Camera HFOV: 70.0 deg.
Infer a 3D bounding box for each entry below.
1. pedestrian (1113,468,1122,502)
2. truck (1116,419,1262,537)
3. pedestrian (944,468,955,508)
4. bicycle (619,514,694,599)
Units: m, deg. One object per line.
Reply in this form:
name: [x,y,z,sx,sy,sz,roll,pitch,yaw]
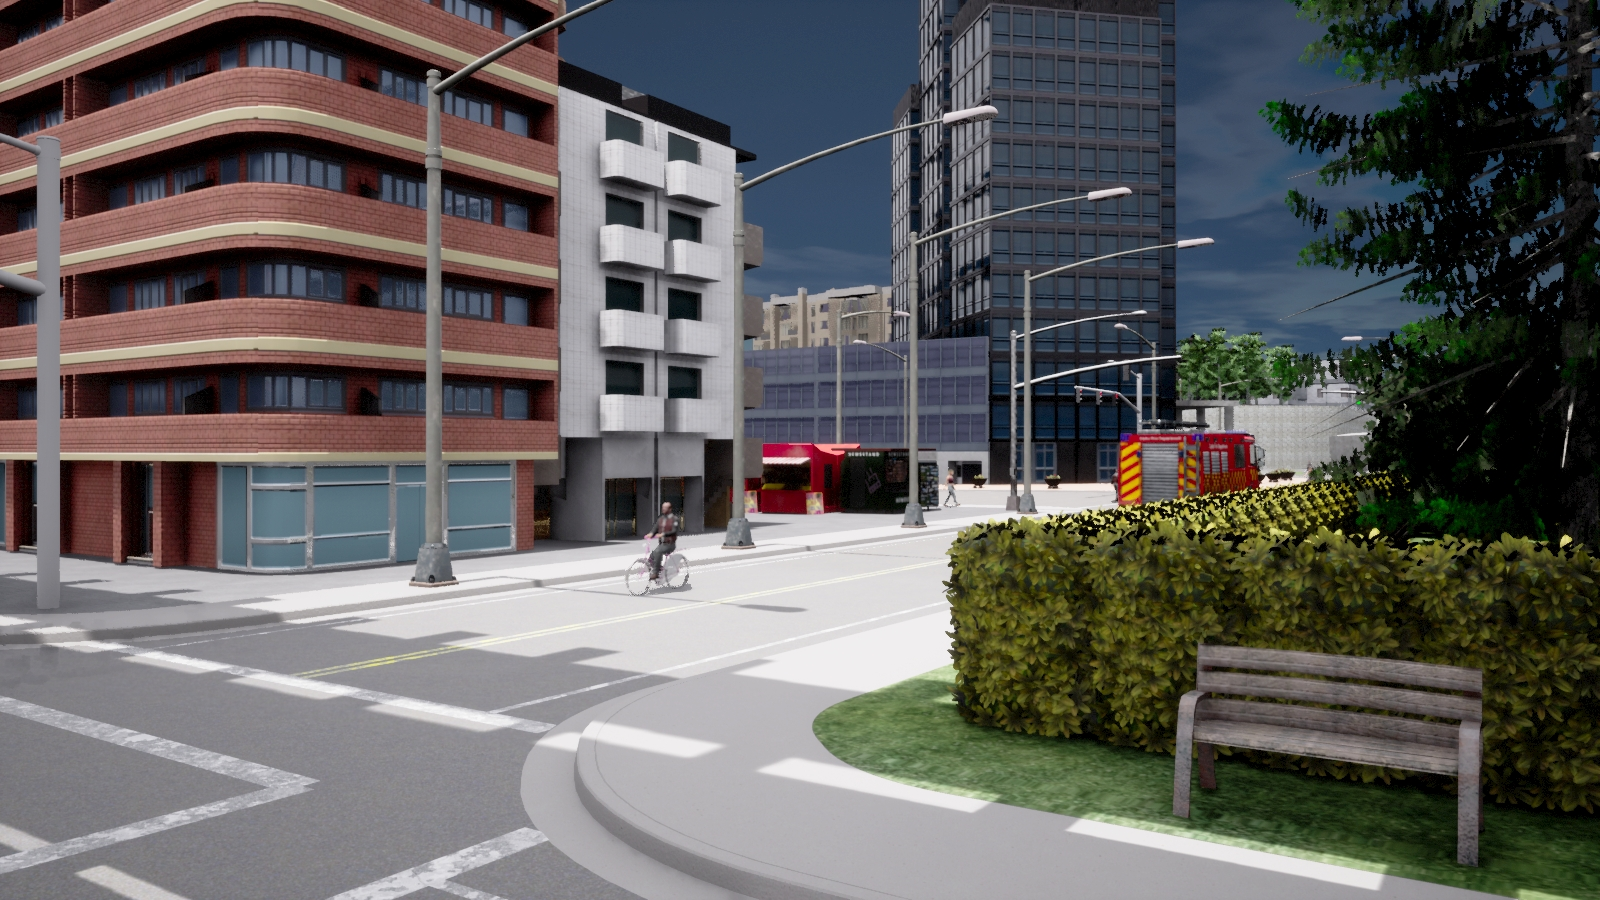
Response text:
pedestrian: [17.149,1.894,61.768,0.375,1.860,0.375,0,0,33]
truck: [14.251,0.891,41.340,2.891,3.827,8.468,0,0,34]
pedestrian: [7.059,1.781,53.957,0.375,1.860,0.375,0,0,36]
bicycle: [-2.777,2.048,22.292,0.329,1.496,1.835,0,0,34]
